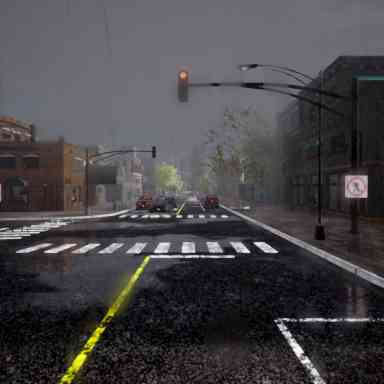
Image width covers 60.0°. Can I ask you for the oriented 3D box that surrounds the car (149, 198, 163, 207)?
[{"bbox_3d":[-5.678,1.570,52.497,1.802,1.307,4.206,-1,0,0],"label":"car"}]

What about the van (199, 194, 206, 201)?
[{"bbox_3d":[2.710,1.320,85.759,1.690,1.788,3.998,-1,0,0],"label":"van"}]

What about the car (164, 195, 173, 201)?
[{"bbox_3d":[-5.670,1.525,80.217,1.887,1.381,4.507,-1,0,0],"label":"car"}]

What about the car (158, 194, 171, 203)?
[{"bbox_3d":[-5.675,1.299,69.129,2.192,1.841,5.009,-1,0,0],"label":"car"}]

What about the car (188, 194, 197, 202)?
[{"bbox_3d":[0.023,1.336,79.272,2.097,1.767,4.553,0,0,0],"label":"car"}]

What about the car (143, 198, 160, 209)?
[{"bbox_3d":[-5.680,1.534,46.953,1.887,1.381,4.507,-1,0,0],"label":"car"}]

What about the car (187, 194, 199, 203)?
[{"bbox_3d":[0.117,1.510,67.240,1.812,1.442,4.674,0,0,0],"label":"car"}]

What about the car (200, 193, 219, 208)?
[{"bbox_3d":[2.699,1.305,46.951,2.192,1.841,5.009,-1,0,0],"label":"car"}]

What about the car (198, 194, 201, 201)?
[{"bbox_3d":[2.706,1.536,63.583,2.008,1.369,4.403,-1,0,0],"label":"car"}]

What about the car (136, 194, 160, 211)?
[{"bbox_3d":[-5.683,1.306,41.409,2.192,1.841,5.009,-1,0,0],"label":"car"}]

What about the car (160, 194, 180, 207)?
[{"bbox_3d":[-3.063,1.467,46.888,1.882,1.535,5.008,0,0,0],"label":"car"}]

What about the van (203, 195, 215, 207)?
[{"bbox_3d":[2.701,1.329,52.495,1.690,1.788,3.998,-1,0,0],"label":"van"}]

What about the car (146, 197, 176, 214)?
[{"bbox_3d":[-3.196,1.556,34.823,1.994,1.385,4.181,0,0,3],"label":"car"}]
